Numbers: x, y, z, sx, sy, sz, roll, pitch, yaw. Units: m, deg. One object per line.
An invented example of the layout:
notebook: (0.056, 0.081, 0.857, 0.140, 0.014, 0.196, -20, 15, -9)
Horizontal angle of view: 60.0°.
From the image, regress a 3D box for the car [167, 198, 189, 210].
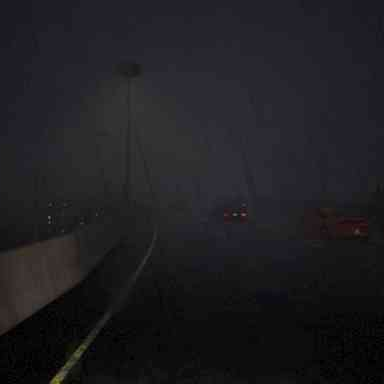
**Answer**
car: (-1.796, 1.491, 42.035, 1.812, 1.442, 4.674, 1, 0, -18)

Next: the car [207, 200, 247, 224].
car: (2.483, 1.564, 24.630, 2.033, 1.411, 5.357, 1, 0, -9)

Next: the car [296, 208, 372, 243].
car: (6.867, 1.543, 16.667, 1.882, 1.535, 5.008, 1, 0, -4)

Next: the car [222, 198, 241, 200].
car: (3.917, 1.379, 34.840, 2.097, 1.767, 4.553, 1, 0, -14)
